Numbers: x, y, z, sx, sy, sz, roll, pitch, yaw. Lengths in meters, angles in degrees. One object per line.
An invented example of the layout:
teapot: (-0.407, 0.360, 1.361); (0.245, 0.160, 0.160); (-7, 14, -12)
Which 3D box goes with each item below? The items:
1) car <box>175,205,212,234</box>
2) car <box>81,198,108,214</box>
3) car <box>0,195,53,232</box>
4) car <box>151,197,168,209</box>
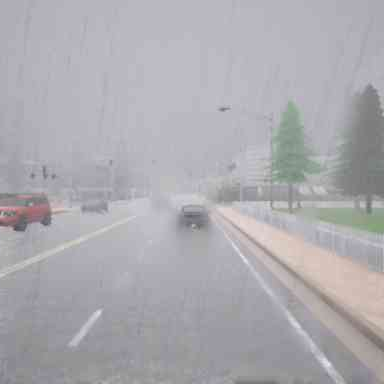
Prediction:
car: (0.101, 1.498, 19.377); (1.837, 1.490, 4.892); (0, 0, 0)
car: (-10.507, 1.466, 36.184); (1.882, 1.535, 5.008); (0, 0, 0)
car: (-10.583, 1.217, 20.460); (2.150, 2.045, 5.566); (0, 0, 0)
car: (-4.293, 1.491, 44.370); (1.837, 1.490, 4.892); (1, 0, -12)
